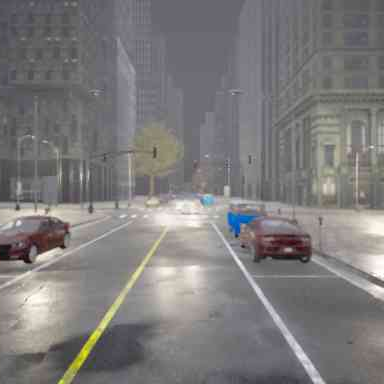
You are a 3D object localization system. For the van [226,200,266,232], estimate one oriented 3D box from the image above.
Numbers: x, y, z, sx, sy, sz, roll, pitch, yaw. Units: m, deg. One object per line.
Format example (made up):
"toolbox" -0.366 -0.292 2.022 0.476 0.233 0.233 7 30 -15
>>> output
"van" 2.771 1.327 17.346 1.690 1.788 3.998 0 0 0

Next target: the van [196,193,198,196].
"van" 2.714 1.327 87.810 1.690 1.788 3.998 0 0 0

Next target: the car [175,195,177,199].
"car" -5.814 1.558 92.241 1.947 1.339 4.313 0 0 0

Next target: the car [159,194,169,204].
"car" -5.795 1.523 60.508 1.887 1.381 4.507 0 0 0

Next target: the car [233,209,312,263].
"car" 2.773 1.534 11.821 1.887 1.381 4.507 0 0 0

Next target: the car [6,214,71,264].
"car" -5.782 1.537 11.835 1.887 1.381 4.507 0 0 0

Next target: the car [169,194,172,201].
"car" -5.797 1.295 65.797 2.192 1.841 5.009 0 0 0

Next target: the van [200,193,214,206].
"van" 2.734 1.316 55.331 1.690 1.788 3.998 0 0 0

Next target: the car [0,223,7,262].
"car" -5.777 1.541 6.309 1.887 1.381 4.507 0 0 0

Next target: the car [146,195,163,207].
"car" -5.794 1.504 49.758 1.752 1.417 4.829 0 0 0

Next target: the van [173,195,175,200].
"van" -5.807 1.327 81.664 1.690 1.788 3.998 0 0 0

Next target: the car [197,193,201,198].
"car" 2.720 1.531 76.984 2.008 1.369 4.403 0 0 0

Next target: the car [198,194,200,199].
"car" 2.727 1.521 66.157 1.887 1.381 4.507 0 0 0
